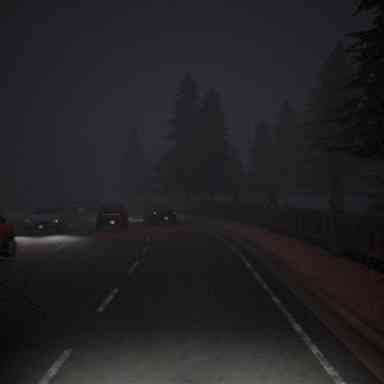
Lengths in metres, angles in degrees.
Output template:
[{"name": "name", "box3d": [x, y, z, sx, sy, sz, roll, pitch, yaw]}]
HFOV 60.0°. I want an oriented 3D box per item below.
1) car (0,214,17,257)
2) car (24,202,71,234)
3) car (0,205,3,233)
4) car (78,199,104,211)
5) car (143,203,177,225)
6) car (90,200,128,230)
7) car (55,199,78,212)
[{"name": "car", "box3d": [-7.229, 1.358, 9.903, 2.097, 1.767, 4.553, 0, 0, -2]}, {"name": "car", "box3d": [-8.487, 1.539, 19.648, 1.812, 1.442, 4.674, 0, 0, -15]}, {"name": "car", "box3d": [-11.321, 1.503, 16.187, 2.128, 1.511, 4.902, 0, 0, -9]}, {"name": "car", "box3d": [-11.211, 1.574, 39.758, 2.033, 1.411, 5.357, 0, 0, -42]}, {"name": "car", "box3d": [-2.384, 1.542, 24.172, 1.812, 1.442, 4.674, 0, 0, -17]}, {"name": "car", "box3d": [-5.145, 1.506, 21.353, 2.128, 1.511, 4.902, 0, 0, -14]}, {"name": "car", "box3d": [-15.075, 1.573, 38.843, 2.033, 1.411, 5.357, 0, 0, -44]}]
